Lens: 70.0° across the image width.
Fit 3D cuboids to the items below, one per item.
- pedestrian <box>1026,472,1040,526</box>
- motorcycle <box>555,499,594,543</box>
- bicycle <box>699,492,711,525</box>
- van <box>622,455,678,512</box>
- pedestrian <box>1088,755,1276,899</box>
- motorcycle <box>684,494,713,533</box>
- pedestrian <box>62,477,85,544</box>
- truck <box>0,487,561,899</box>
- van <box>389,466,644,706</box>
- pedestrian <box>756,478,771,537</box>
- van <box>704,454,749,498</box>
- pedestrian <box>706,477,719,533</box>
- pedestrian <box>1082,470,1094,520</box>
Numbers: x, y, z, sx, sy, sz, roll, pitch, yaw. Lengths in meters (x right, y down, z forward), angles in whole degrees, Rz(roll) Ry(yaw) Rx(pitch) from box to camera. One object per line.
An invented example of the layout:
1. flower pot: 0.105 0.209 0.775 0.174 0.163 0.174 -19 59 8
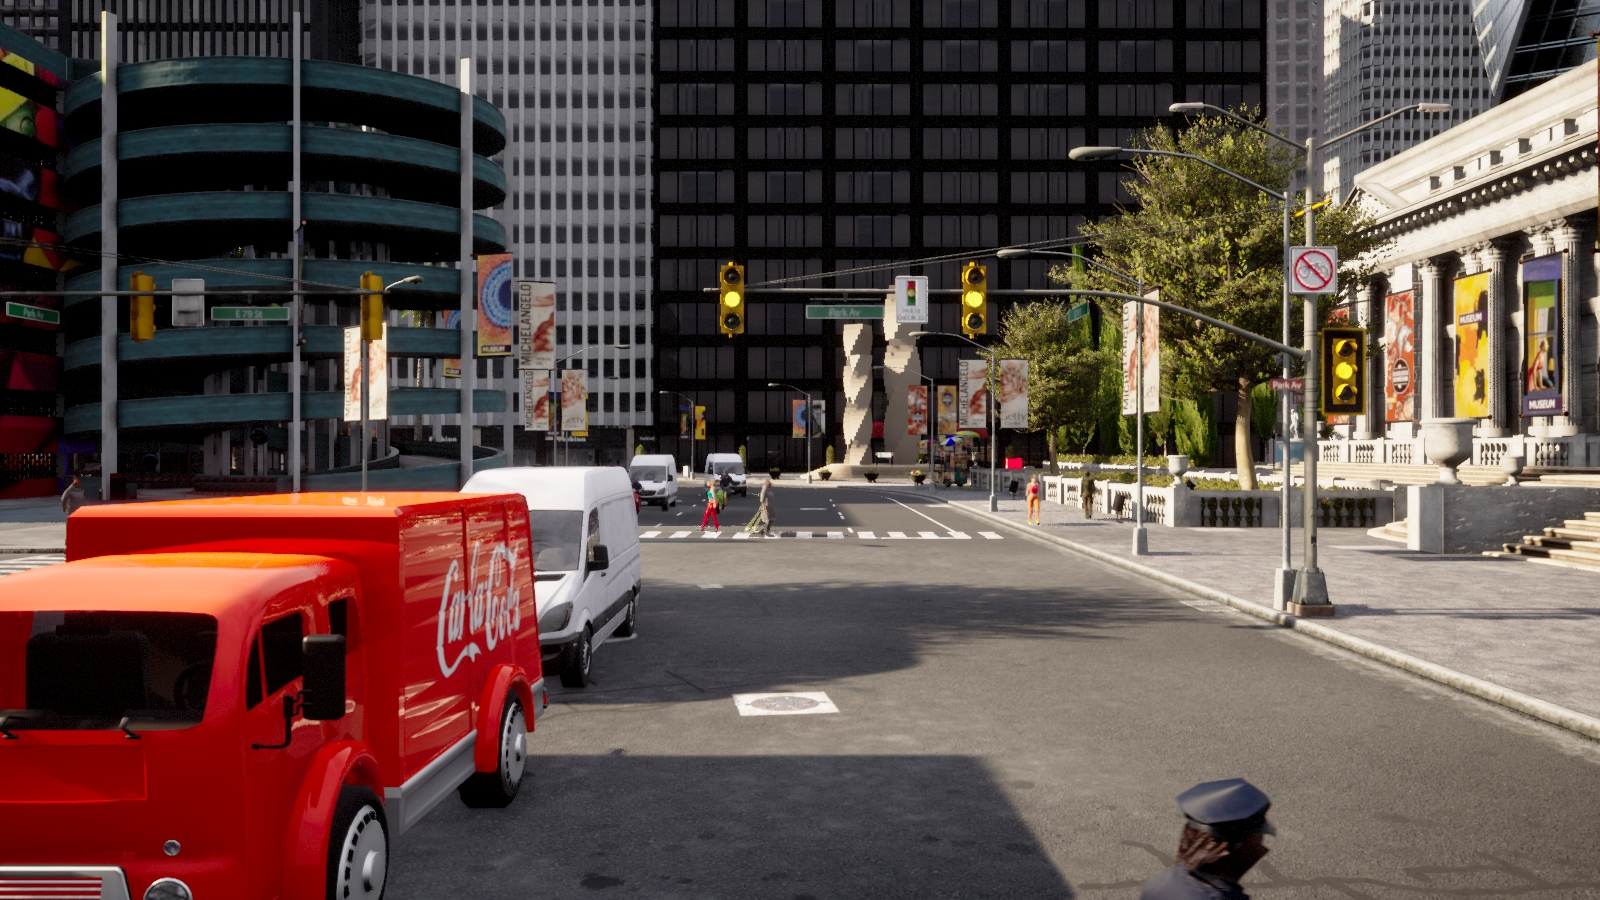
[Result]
1. pedestrian: 8.078 1.681 39.636 0.375 1.860 0.375 0 0 -6
2. motorcycle: -6.928 2.170 35.240 0.856 1.236 1.805 0 0 0
3. bicycle: -3.555 2.195 42.953 0.329 1.171 1.835 0 0 -1
4. van: -7.066 1.515 54.400 1.988 2.561 5.915 0 0 -1
5. pedestrian: 1.066 1.847 3.228 0.375 1.860 0.375 0 0 -8
6. motorcycle: -3.469 2.168 39.313 0.856 1.236 1.805 0 0 -1
7. pedestrian: -20.327 1.687 31.972 0.375 1.860 0.375 0 0 18
8. truck: -3.498 1.567 7.816 2.627 2.467 5.204 0 0 0
9. van: -3.510 1.529 15.489 1.988 2.561 5.915 0 0 0
10. pedestrian: -1.167 1.835 36.554 0.375 1.860 0.375 0 0 15
11. van: -4.482 1.511 68.727 1.988 2.561 5.915 0 0 -11
12. pedestrian: -2.930 1.835 38.199 0.375 1.860 0.375 0 0 6
13. pedestrian: 10.798 1.681 42.855 0.375 1.860 0.375 0 0 7
